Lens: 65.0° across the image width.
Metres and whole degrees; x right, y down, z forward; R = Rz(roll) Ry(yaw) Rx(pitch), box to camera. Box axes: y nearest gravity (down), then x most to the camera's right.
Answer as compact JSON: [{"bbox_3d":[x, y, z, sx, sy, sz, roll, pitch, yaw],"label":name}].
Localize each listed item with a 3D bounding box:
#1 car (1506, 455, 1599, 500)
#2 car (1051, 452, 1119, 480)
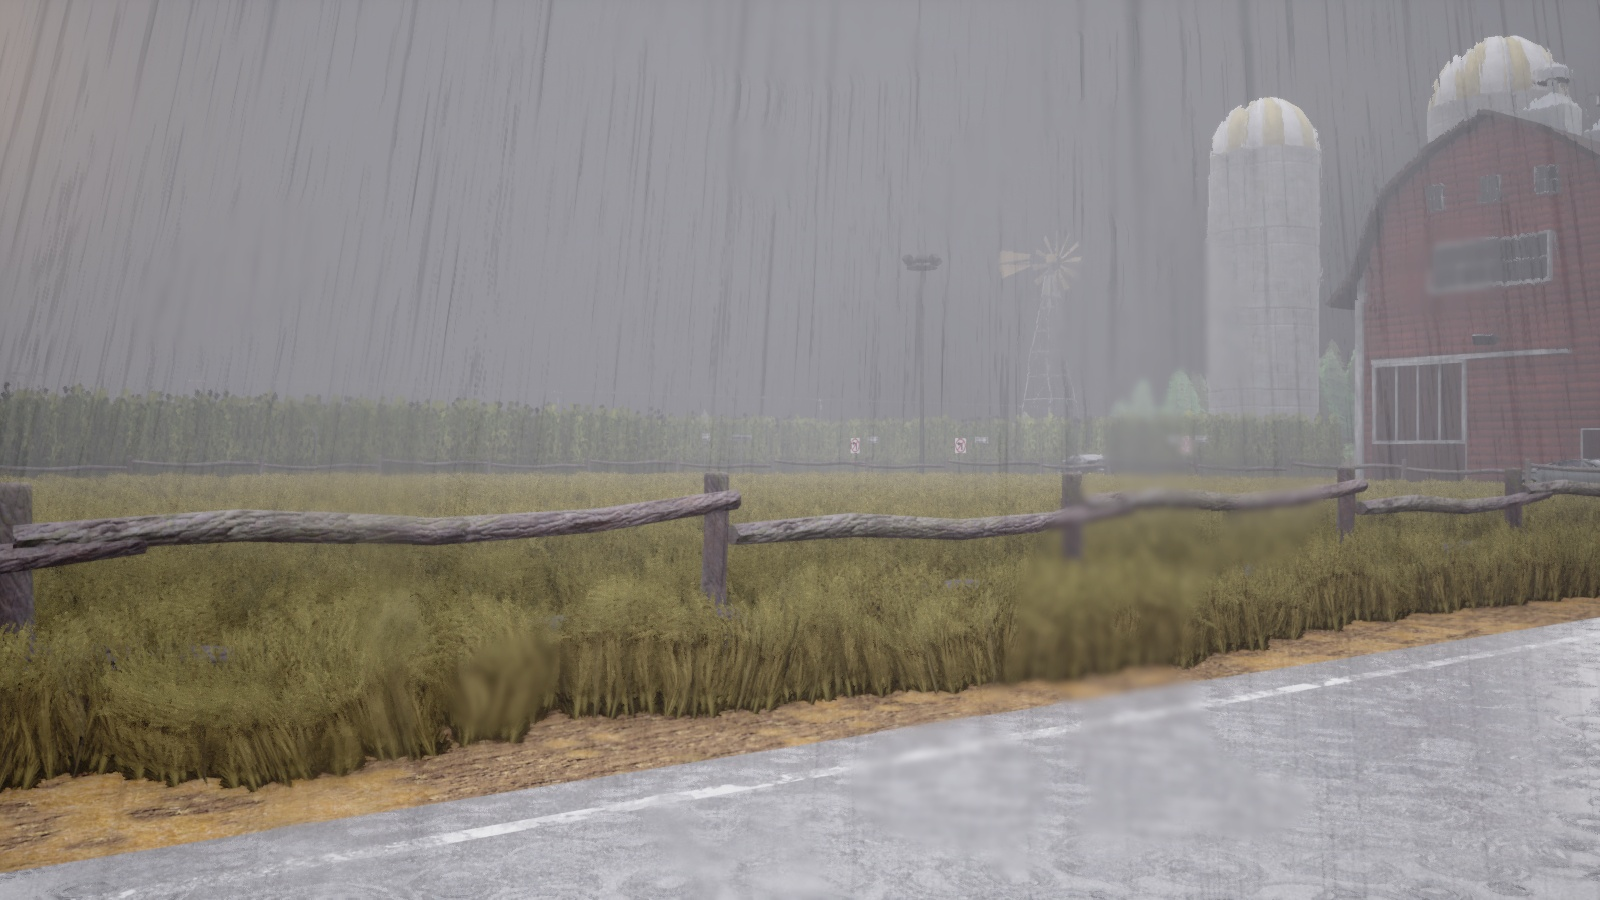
[{"bbox_3d":[24.977,0.853,39.727,1.994,1.385,4.181,0,0,-39],"label":"car"},{"bbox_3d":[15.700,0.859,69.406,1.882,1.535,5.008,0,0,-10],"label":"car"}]
